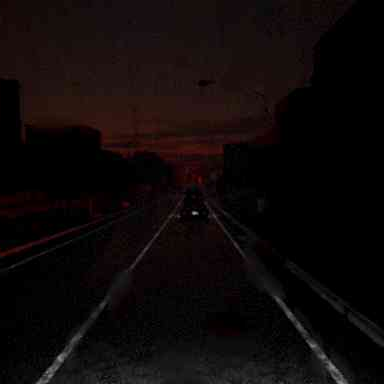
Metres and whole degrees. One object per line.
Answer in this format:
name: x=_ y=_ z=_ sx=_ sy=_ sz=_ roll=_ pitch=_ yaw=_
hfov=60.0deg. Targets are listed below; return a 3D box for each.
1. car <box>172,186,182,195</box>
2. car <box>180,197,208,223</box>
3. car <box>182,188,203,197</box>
car: x=-3.303 y=-0.360 z=76.030 sx=2.150 sy=2.045 sz=5.566 roll=0 pitch=1 yaw=0
car: x=0.145 y=1.301 z=22.767 sx=2.033 sy=1.411 sz=5.357 roll=0 pitch=1 yaw=0
car: x=0.186 y=0.605 z=40.301 sx=2.150 sy=2.045 sz=5.566 roll=0 pitch=2 yaw=0
